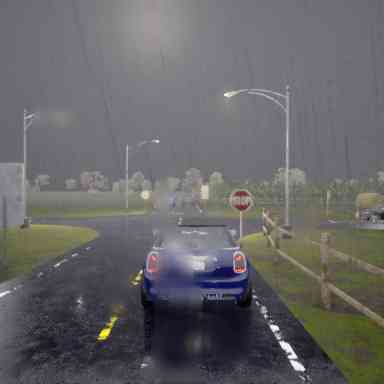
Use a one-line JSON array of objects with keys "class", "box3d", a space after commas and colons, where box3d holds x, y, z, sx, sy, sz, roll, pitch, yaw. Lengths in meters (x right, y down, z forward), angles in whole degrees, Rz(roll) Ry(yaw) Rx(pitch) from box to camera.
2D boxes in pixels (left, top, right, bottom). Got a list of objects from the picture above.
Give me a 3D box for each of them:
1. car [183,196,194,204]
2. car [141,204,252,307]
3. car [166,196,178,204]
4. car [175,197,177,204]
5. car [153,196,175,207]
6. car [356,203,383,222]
[{"class": "car", "box3d": [-0.591, 1.457, 53.469, 2.128, 1.511, 4.902, 0, 0, -1]}, {"class": "car", "box3d": [0.072, 1.350, 8.128, 2.097, 1.767, 4.553, 0, 0, 0]}, {"class": "car", "box3d": [-3.703, 1.504, 61.784, 2.033, 1.411, 5.357, 0, 0, -1]}, {"class": "car", "box3d": [-3.401, 1.450, 48.275, 1.882, 1.535, 5.008, 0, 0, -1]}, {"class": "car", "box3d": [-3.178, 1.488, 36.797, 1.837, 1.490, 4.892, 0, 0, -1]}, {"class": "car", "box3d": [14.661, 1.487, 24.294, 4.902, 1.511, 2.128, 0, 0, 9]}]
